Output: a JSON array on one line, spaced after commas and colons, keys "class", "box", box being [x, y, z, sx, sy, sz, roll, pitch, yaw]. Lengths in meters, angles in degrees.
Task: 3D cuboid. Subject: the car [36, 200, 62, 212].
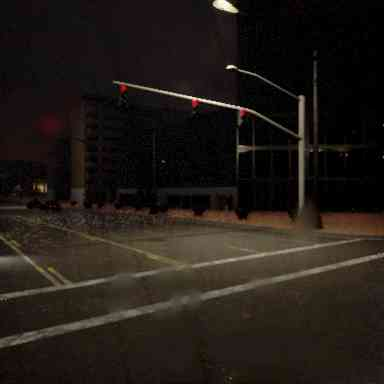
[{"class": "car", "box": [-19.273, 1.955, 45.439, 2.033, 1.411, 5.357, 0, -1, -35]}]

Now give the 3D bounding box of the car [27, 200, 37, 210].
[{"class": "car", "box": [-25.320, 2.059, 53.785, 1.812, 1.442, 4.674, 0, -1, -36]}]
